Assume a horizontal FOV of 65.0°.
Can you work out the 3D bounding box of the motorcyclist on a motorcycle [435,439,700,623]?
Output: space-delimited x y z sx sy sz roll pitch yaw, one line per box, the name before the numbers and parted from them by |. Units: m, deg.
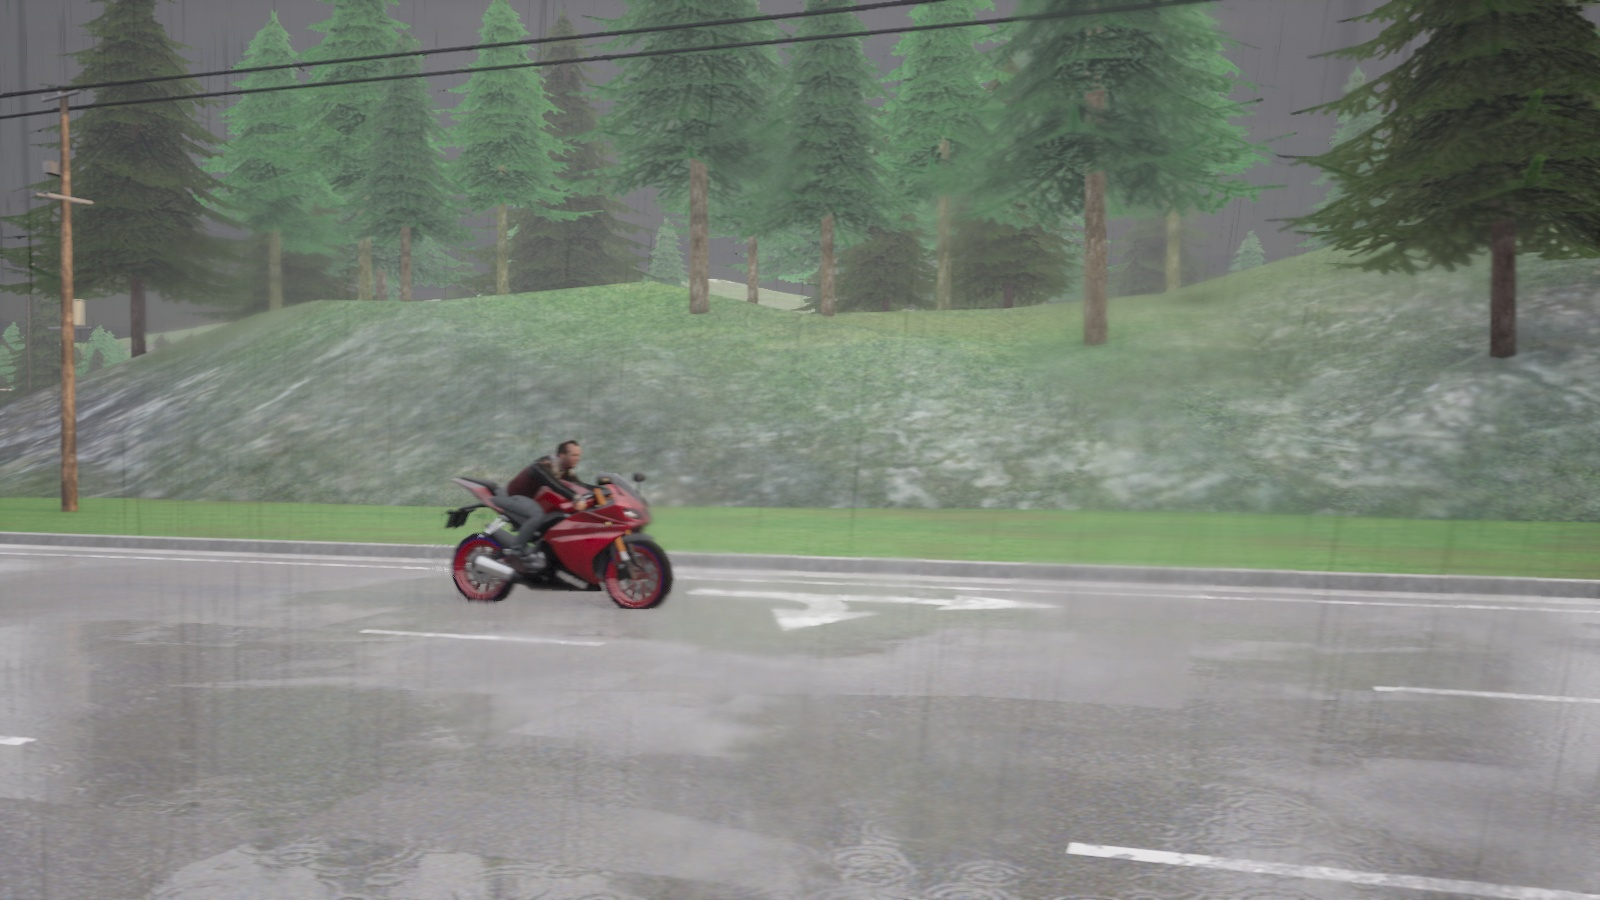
motorcyclist on a motorcycle | -2.086 0.672 11.280 2.191 1.530 0.866 1 1 19
